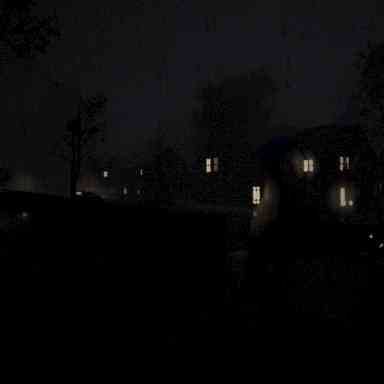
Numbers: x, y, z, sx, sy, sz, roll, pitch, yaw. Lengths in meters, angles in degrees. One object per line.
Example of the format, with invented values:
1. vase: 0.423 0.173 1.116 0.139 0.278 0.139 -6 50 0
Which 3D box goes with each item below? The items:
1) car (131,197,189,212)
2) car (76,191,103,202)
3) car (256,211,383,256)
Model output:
1. car: -2.335 1.069 22.286 2.033 1.411 5.357 -1 2 -36
2. car: -10.656 0.641 33.832 2.128 1.511 4.902 -1 2 -35
3. car: 4.912 1.440 12.866 1.895 1.301 4.718 -1 2 -42
